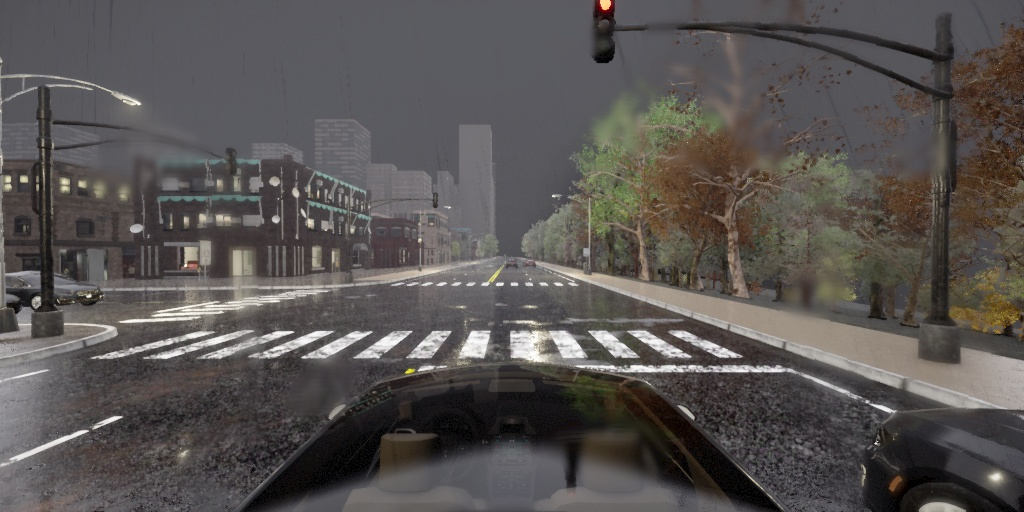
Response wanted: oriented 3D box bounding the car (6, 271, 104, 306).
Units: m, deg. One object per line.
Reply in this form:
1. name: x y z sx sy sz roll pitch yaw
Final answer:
1. car: -20.314 1.480 15.147 4.892 1.490 1.837 -1 1 0

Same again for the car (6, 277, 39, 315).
1. car: -19.972 1.565 12.443 4.313 1.339 1.948 0 0 0

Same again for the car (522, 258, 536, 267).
1. car: 3.207 1.252 63.382 1.812 1.442 4.674 0 0 0

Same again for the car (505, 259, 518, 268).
1. car: -0.038 1.230 60.171 1.837 1.490 4.892 0 -1 0

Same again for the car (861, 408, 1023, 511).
1. car: 3.353 1.255 0.450 1.837 1.490 4.892 0 0 0
